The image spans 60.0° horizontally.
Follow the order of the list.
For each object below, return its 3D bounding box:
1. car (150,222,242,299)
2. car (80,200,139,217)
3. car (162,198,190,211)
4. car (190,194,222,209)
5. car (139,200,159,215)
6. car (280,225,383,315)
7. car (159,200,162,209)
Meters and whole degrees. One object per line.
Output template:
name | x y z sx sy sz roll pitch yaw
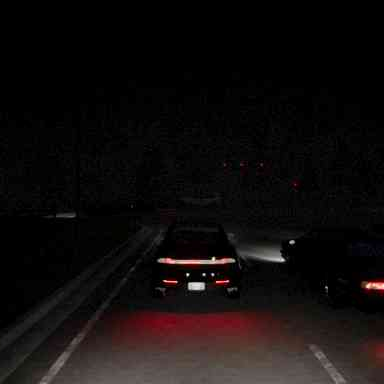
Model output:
car | 0.098 1.494 8.452 2.128 1.511 4.902 0 0 0
car | -7.758 1.501 30.440 4.902 1.511 2.128 0 0 1
car | -2.965 1.505 40.898 4.902 1.511 2.128 0 0 1
car | 1.224 1.235 44.359 5.566 2.045 2.150 0 0 1
car | -6.058 1.612 33.926 4.718 1.301 1.895 0 0 1
car | 3.596 1.550 7.826 2.033 1.411 5.357 0 0 0
car | -6.440 1.559 37.429 5.357 1.411 2.033 0 0 1
